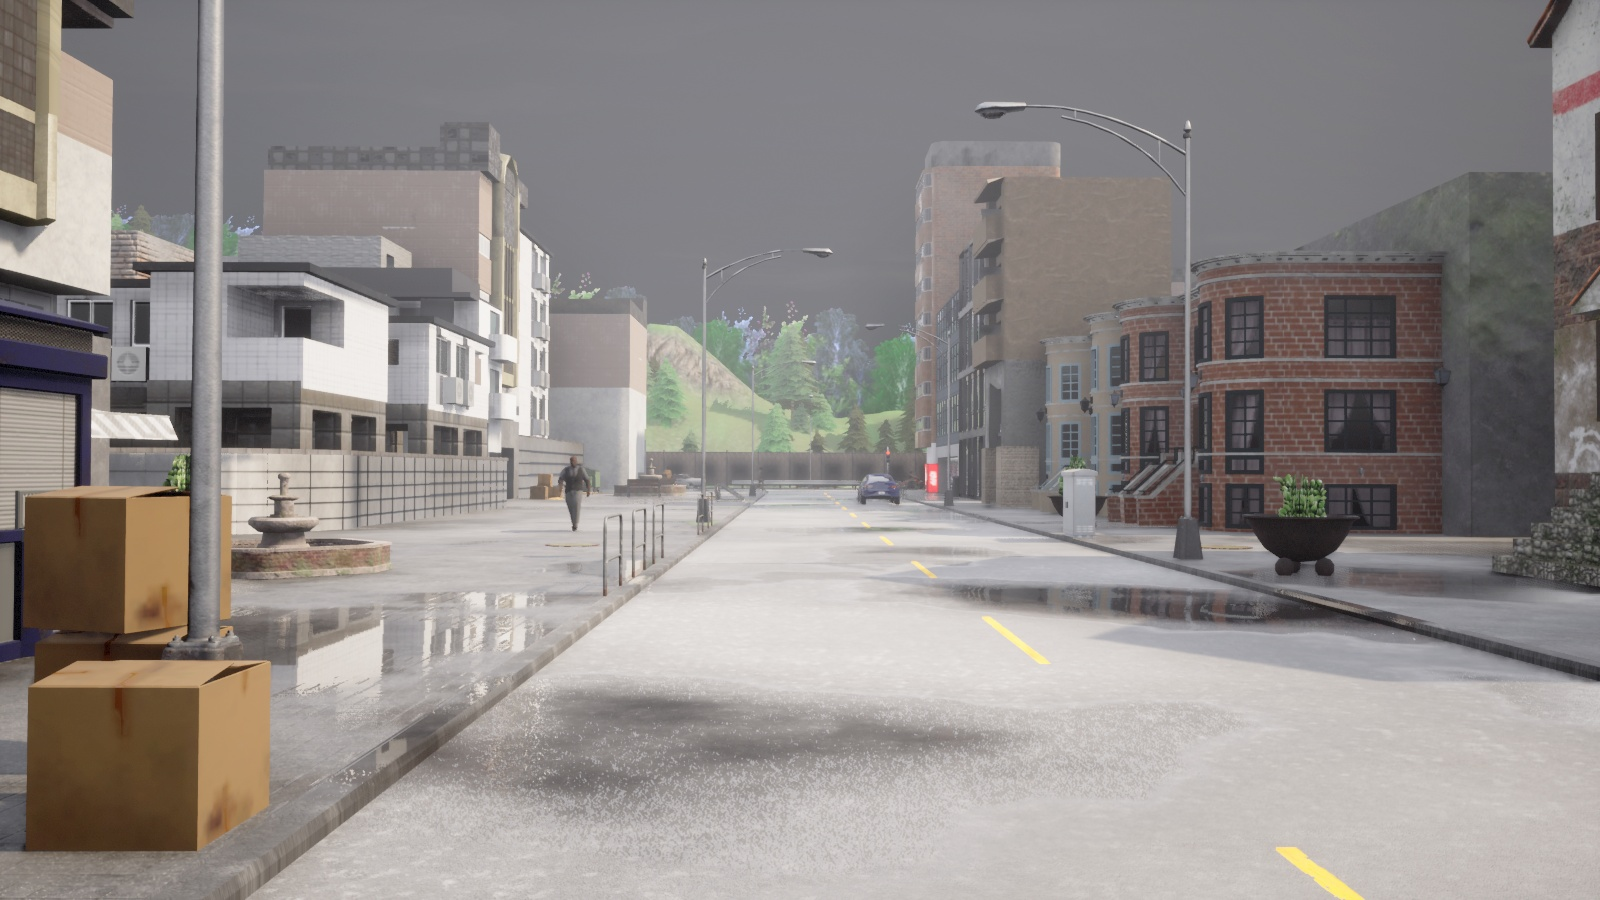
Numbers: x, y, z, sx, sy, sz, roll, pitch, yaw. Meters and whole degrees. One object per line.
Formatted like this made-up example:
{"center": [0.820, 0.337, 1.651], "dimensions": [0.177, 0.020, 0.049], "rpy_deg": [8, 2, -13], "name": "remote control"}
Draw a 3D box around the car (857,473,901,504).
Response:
{"center": [3.802, 1.846, 60.920], "dimensions": [1.812, 1.442, 4.674], "rpy_deg": [0, -1, 0], "name": "car"}
